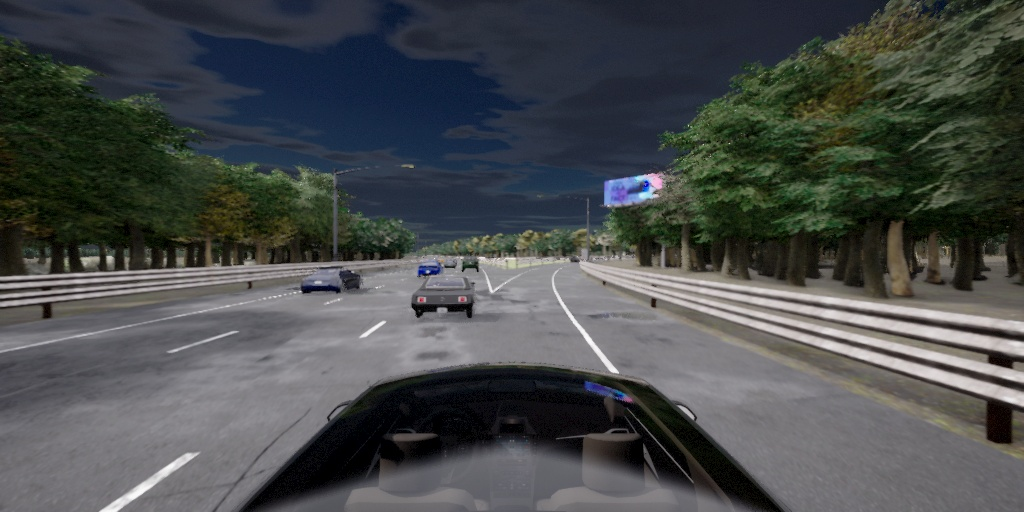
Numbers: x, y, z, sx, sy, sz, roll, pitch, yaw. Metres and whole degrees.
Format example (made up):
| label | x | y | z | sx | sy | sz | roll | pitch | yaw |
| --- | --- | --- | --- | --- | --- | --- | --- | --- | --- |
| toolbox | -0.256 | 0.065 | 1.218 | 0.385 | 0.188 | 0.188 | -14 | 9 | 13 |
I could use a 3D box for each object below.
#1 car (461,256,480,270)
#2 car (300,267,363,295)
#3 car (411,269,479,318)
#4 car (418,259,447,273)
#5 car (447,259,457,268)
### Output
| label | x | y | z | sx | sy | sz | roll | pitch | yaw |
| --- | --- | --- | --- | --- | --- | --- | --- | --- | --- |
| car | -5.421 | 0.974 | 46.877 | 2.150 | 2.045 | 5.566 | 0 | 0 | -6 |
| car | -9.804 | 1.288 | 19.803 | 1.994 | 1.385 | 4.181 | 0 | 0 | -5 |
| car | -2.280 | 1.337 | 12.977 | 1.895 | 1.301 | 4.718 | 0 | 0 | -5 |
| car | -7.502 | 1.206 | 33.413 | 1.882 | 1.535 | 5.008 | 0 | 0 | -5 |
| car | -10.330 | 1.357 | 59.742 | 1.994 | 1.385 | 4.181 | 0 | 0 | -7 |
